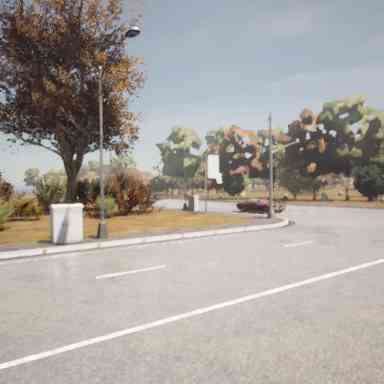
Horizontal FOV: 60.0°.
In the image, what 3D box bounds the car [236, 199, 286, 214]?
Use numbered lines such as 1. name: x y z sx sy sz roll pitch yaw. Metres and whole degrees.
1. car: 6.194 1.275 30.217 1.895 1.301 4.718 -1 1 -32
